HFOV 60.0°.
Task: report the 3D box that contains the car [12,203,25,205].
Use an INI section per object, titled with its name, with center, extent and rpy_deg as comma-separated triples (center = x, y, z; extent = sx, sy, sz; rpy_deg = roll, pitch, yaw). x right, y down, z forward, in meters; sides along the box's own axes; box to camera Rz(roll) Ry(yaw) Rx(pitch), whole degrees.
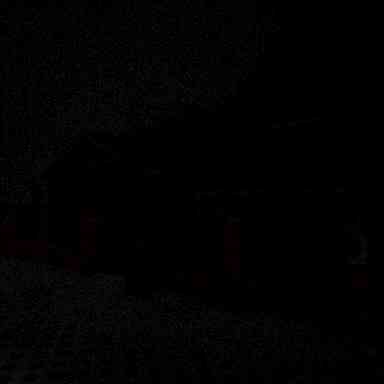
[car]
center = -14.704, 1.670, 27.453
extent = 1.882, 1.535, 5.008
rpy_deg = 0, -1, 35
